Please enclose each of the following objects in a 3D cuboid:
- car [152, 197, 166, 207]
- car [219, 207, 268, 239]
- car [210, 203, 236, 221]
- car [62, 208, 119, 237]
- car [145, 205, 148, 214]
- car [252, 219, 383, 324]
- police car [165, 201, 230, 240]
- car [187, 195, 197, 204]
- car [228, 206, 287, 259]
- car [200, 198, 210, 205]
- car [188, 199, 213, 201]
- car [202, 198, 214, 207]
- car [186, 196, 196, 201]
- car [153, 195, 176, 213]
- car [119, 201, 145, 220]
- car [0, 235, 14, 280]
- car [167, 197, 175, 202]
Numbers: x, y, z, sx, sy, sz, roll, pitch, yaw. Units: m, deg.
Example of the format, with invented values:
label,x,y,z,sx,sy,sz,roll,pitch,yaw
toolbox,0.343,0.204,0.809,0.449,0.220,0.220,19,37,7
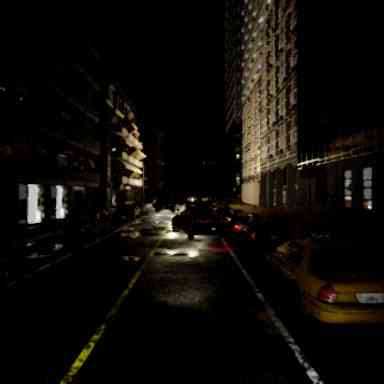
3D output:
label,x,y,z,sx,sy,sz,roll,pitch,yaw
car,-5.702,1.721,57.938,1.967,1.590,4.097,0,0,0
car,2.686,1.634,18.401,2.008,1.369,4.403,0,0,0
car,2.684,1.703,29.697,1.947,1.339,4.313,0,0,0
car,-5.694,1.635,18.398,2.008,1.369,4.403,0,0,0
car,-5.698,1.690,35.175,1.752,1.417,4.829,0,0,0
car,2.688,1.558,7.274,1.752,1.417,4.829,0,0,0
police car,0.244,1.506,17.898,1.930,1.638,5.238,0,0,-18
car,-0.013,1.568,69.759,2.097,1.767,4.553,0,0,0
car,2.688,1.498,12.752,1.967,1.590,4.097,0,0,0
car,2.676,1.891,69.237,2.008,1.369,4.403,0,0,0
car,0.776,1.634,27.930,1.837,1.490,4.892,0,0,1
car,2.679,1.825,57.939,1.887,1.381,4.507,0,0,0
car,-0.010,1.750,53.600,2.128,1.511,4.902,0,0,0
car,-3.100,1.406,39.337,2.150,2.045,5.566,0,0,0
car,-5.697,1.704,29.695,1.947,1.339,4.313,0,0,0
car,-5.692,1.473,7.103,1.967,1.590,4.097,0,0,0
car,-5.709,2.017,91.829,2.008,1.369,4.403,0,0,0
